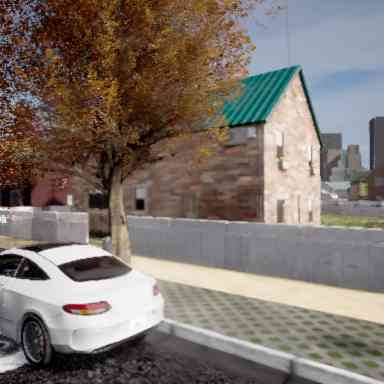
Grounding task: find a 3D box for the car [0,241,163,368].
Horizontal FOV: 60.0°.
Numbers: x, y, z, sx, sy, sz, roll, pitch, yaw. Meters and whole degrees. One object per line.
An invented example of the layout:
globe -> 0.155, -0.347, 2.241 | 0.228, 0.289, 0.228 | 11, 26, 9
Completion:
car -> -2.580, 1.615, 5.872 | 4.674, 1.442, 1.812 | -1, -1, 37
